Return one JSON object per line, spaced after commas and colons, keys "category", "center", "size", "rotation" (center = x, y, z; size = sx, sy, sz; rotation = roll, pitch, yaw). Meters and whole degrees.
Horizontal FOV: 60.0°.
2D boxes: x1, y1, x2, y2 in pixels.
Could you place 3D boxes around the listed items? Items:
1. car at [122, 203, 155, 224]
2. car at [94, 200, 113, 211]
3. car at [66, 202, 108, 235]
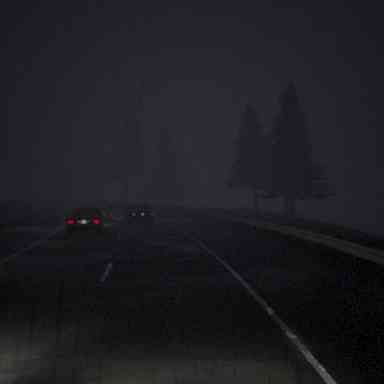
{"category": "car", "center": [-4.030, 1.537, 24.598], "size": [2.033, 1.411, 5.357], "rotation": [0, 0, -17]}
{"category": "car", "center": [-11.221, 1.596, 40.922], "size": [1.895, 1.301, 4.718], "rotation": [0, 0, -29]}
{"category": "car", "center": [-6.009, 1.548, 18.921], "size": [2.033, 1.411, 5.357], "rotation": [0, 0, -14]}
